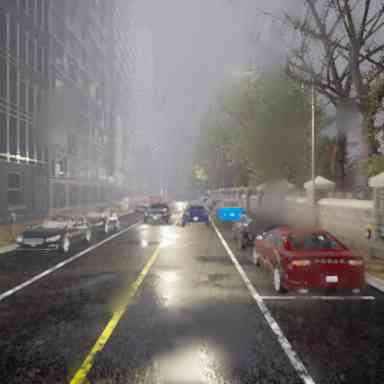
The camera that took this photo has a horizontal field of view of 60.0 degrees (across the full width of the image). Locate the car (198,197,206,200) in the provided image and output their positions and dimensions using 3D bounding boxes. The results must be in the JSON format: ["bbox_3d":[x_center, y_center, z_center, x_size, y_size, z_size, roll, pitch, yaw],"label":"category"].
[{"bbox_3d":[0.355,1.675,41.572,1.895,1.301,4.718,0,0,0],"label":"car"}]

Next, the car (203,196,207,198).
[{"bbox_3d":[2.967,1.635,48.068,2.008,1.369,4.403,0,0,0],"label":"car"}]

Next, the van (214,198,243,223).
[{"bbox_3d":[2.878,1.388,25.595,1.690,1.788,3.998,0,0,0],"label":"van"}]

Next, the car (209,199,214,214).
[{"bbox_3d":[2.926,1.608,31.212,2.008,1.369,4.403,0,0,0],"label":"car"}]

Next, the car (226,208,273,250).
[{"bbox_3d":[2.771,1.593,14.346,1.947,1.339,4.313,0,0,1],"label":"car"}]

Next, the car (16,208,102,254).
[{"bbox_3d":[-5.406,1.574,13.524,2.008,1.369,4.403,0,0,0],"label":"car"}]

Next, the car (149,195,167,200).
[{"bbox_3d":[-5.202,1.397,47.320,2.192,1.841,5.009,0,0,0],"label":"car"}]

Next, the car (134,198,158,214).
[{"bbox_3d":[-5.217,1.614,36.040,2.008,1.369,4.403,0,0,0],"label":"car"}]

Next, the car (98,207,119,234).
[{"bbox_3d":[-5.356,1.584,19.145,2.008,1.369,4.403,0,0,0],"label":"car"}]

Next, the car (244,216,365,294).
[{"bbox_3d":[2.734,1.561,8.705,1.887,1.381,4.507,0,0,0],"label":"car"}]

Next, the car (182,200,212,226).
[{"bbox_3d":[0.259,1.568,23.826,1.812,1.442,4.674,0,0,1],"label":"car"}]

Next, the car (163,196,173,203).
[{"bbox_3d":[-5.454,1.666,75.537,1.887,1.381,4.507,0,0,-1],"label":"car"}]

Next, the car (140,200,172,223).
[{"bbox_3d":[-2.577,1.574,25.927,1.812,1.442,4.674,0,0,1],"label":"car"}]

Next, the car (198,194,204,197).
[{"bbox_3d":[2.790,1.667,70.552,2.008,1.369,4.403,0,0,-1],"label":"car"}]

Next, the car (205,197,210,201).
[{"bbox_3d":[2.970,1.658,42.448,1.802,1.307,4.206,0,0,0],"label":"car"}]

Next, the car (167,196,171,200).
[{"bbox_3d":[-5.253,1.624,58.434,1.752,1.417,4.829,0,0,0],"label":"car"}]

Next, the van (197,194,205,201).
[{"bbox_3d":[2.342,1.477,87.421,1.690,1.788,3.998,0,0,-1],"label":"van"}]
